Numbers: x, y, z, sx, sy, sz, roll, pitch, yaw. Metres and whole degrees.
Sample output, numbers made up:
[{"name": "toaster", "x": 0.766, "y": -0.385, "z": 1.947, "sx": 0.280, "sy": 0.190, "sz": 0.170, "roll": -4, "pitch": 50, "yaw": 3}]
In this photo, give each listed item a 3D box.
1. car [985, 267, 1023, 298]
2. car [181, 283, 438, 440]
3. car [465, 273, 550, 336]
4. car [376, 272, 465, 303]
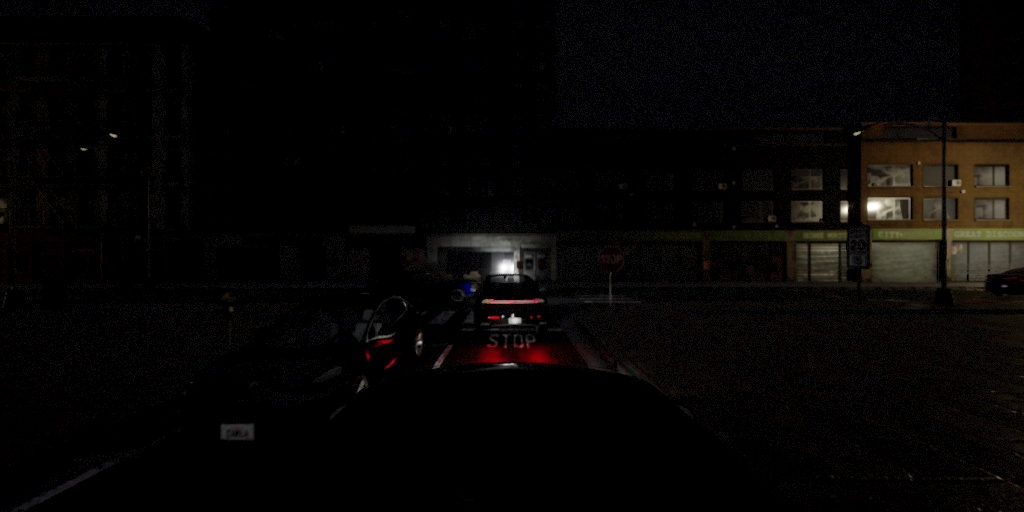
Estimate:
[{"name": "car", "x": 24.711, "y": 1.196, "z": 16.193, "sx": 5.008, "sy": 1.535, "sz": 1.882, "roll": 0, "pitch": 0, "yaw": 0}, {"name": "car", "x": -2.636, "y": 1.321, "z": 5.625, "sx": 1.948, "sy": 1.339, "sz": 4.313, "roll": 0, "pitch": 0, "yaw": 0}, {"name": "car", "x": -0.173, "y": 1.253, "z": 10.491, "sx": 2.128, "sy": 1.511, "sz": 4.902, "roll": 0, "pitch": 0, "yaw": -6}, {"name": "car", "x": -3.864, "y": 1.376, "z": 16.227, "sx": 4.718, "sy": 1.301, "sz": 1.895, "roll": 0, "pitch": 0, "yaw": 0}]
